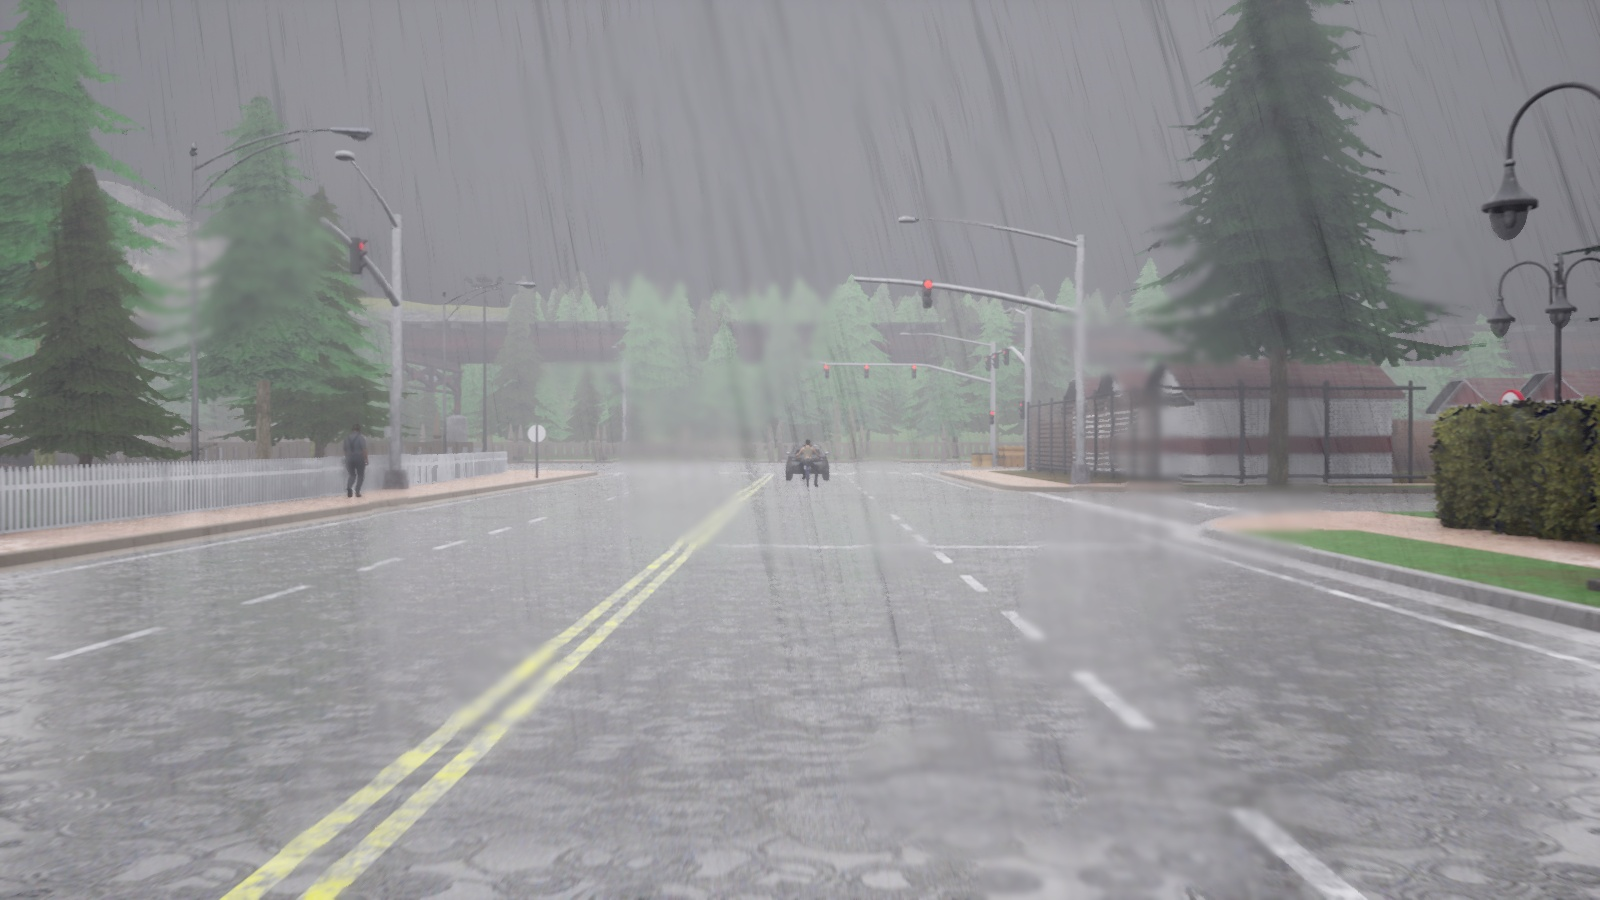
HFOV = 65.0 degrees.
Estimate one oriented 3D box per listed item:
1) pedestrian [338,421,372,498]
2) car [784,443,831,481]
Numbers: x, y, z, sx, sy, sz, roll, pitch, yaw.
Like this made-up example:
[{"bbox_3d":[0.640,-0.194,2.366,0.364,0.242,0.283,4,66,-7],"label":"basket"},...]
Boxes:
[{"bbox_3d":[-10.752,0.225,30.381,0.540,1.848,0.694,0,0,4],"label":"pedestrian"},{"bbox_3d":[0.305,0.473,51.011,1.816,1.474,4.193,0,0,0],"label":"car"}]
